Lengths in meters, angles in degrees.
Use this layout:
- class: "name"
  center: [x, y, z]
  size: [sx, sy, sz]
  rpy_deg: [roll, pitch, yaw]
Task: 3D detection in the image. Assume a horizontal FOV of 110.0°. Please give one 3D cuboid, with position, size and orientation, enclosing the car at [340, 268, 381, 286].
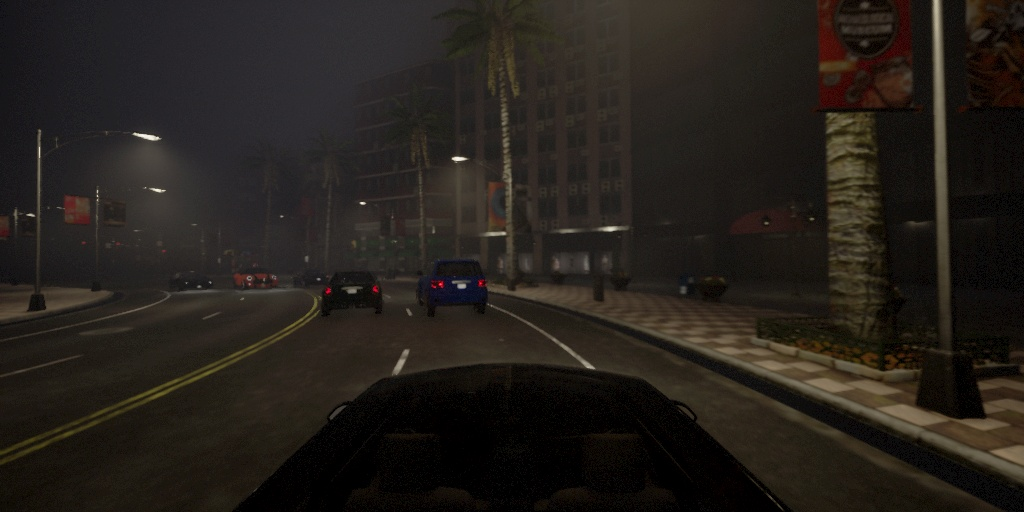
- class: "car"
  center: [-13.478, 1.808, 31.680]
  size: [1.812, 1.442, 4.674]
  rpy_deg: [0, -1, -44]

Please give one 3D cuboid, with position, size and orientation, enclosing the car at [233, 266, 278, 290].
- class: "car"
  center: [-20.180, 1.666, 28.192]
  size: [4.553, 1.767, 2.097]
  rpy_deg: [-1, -1, 42]

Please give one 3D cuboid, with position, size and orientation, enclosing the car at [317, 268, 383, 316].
- class: "car"
  center: [-6.573, 1.345, 15.026]
  size: [2.097, 1.767, 4.553]
  rpy_deg: [0, -1, -21]

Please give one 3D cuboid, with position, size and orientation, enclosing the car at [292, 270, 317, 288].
- class: "car"
  center: [-16.896, 1.865, 30.117]
  size: [4.181, 1.385, 1.994]
  rpy_deg: [-1, -1, 45]

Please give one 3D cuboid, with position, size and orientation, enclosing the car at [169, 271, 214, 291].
- class: "car"
  center: [-25.181, 1.916, 28.057]
  size: [5.357, 1.411, 2.033]
  rpy_deg: [-1, -1, 37]

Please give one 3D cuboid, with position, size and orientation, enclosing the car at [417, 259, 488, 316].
- class: "car"
  center: [-2.592, 1.165, 14.714]
  size: [2.150, 2.045, 5.566]
  rpy_deg: [0, -1, -19]
